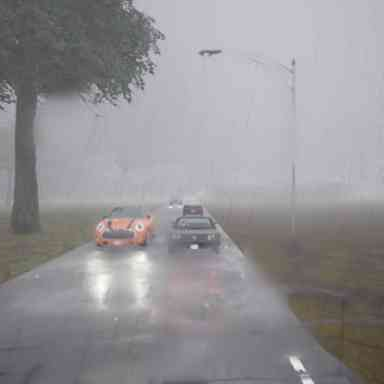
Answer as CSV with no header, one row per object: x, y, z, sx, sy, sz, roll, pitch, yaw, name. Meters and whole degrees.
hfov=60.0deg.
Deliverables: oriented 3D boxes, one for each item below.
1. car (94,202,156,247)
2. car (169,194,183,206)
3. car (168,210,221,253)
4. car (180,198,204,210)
-2.856,1.379,15.090,2.097,1.767,4.553,0,0,0,car
-2.817,1.405,58.358,2.150,2.045,5.566,0,0,1,car
0.086,1.625,13.803,1.895,1.301,4.718,0,0,0,car
0.087,1.555,32.090,1.882,1.535,5.008,0,0,0,car
